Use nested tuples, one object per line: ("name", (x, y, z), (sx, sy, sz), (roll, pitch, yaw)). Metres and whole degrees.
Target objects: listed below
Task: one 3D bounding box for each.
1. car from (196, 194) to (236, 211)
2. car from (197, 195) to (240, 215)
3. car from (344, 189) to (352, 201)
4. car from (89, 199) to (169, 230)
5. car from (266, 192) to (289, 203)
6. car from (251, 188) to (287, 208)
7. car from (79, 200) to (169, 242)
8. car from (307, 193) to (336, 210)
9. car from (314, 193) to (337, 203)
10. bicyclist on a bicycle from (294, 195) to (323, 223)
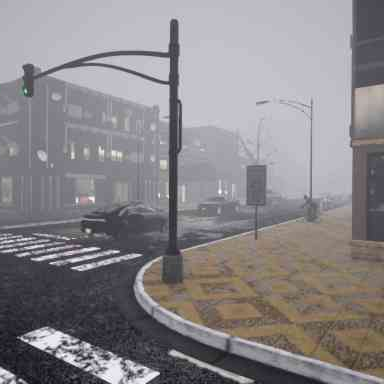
("car", (2.450, 1.011, 33.340), (2.008, 1.369, 4.403), (2, 2, 35))
("car", (2.350, 1.028, 28.437), (1.882, 1.535, 5.008), (1, 1, 35))
("car", (25.481, 0.619, 51.641), (1.887, 1.381, 4.507), (2, 2, 35))
("car", (-3.600, 1.248, 19.843), (1.812, 1.442, 4.674), (1, 1, 37))
("car", (12.170, 0.767, 47.203), (1.802, 1.307, 4.206), (2, 2, 35))
("car", (8.369, 0.599, 37.105), (2.150, 2.045, 5.566), (1, 1, 35))
("car", (-2.802, 1.294, 15.386), (2.128, 1.511, 4.902), (1, 1, 35))
("car", (12.711, 0.993, 33.029), (2.008, 1.369, 4.403), (2, 2, 35))
("car", (18.600, 0.789, 46.276), (1.895, 1.301, 4.718), (1, 1, 35))
("bicyclist on a bicycle", (6.830, 1.003, 19.562), (1.656, 1.620, 0.582), (0, 1, 35))
